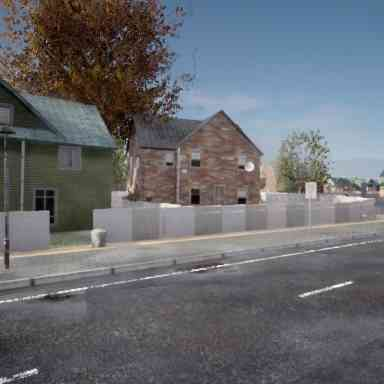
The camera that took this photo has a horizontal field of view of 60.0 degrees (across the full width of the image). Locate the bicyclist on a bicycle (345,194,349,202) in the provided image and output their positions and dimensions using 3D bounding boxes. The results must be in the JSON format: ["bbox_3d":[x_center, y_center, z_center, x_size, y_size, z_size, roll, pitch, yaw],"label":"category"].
[{"bbox_3d":[20.170,1.032,43.373,1.656,1.620,0.582,1,0,-20],"label":"bicyclist on a bicycle"}]

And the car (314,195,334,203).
[{"bbox_3d":[15.379,1.146,39.336,1.837,1.490,4.892,1,1,-20],"label":"car"}]

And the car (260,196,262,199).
[{"bbox_3d":[9.738,0.857,55.240,1.882,1.535,5.008,1,1,-19],"label":"car"}]
